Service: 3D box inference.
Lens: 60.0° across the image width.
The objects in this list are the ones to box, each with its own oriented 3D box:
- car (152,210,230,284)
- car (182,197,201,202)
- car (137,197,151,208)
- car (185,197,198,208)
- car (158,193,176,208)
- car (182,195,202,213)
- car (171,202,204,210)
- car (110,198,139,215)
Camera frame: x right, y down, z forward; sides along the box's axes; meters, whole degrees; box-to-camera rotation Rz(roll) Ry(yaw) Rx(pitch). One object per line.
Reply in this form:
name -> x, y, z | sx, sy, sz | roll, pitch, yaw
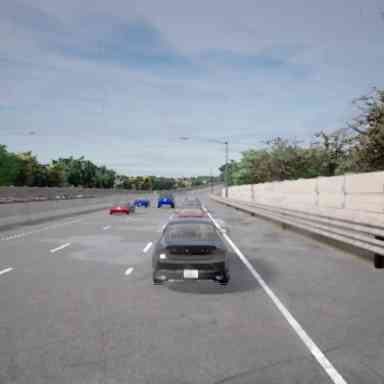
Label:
car -> -0.028, 1.493, 9.548 | 1.837, 1.490, 4.892 | 0, 0, 0
car -> -0.079, 1.468, 27.835 | 1.837, 1.490, 4.892 | 0, 0, 0
car -> -7.035, 1.414, 47.327 | 1.882, 1.535, 5.008 | 0, 0, 0
car -> -0.041, 1.461, 48.254 | 1.812, 1.442, 4.674 | 0, 0, 0
car -> -3.534, 1.161, 46.437 | 2.150, 2.045, 5.566 | 0, 0, 0
car -> -0.008, 1.303, 37.481 | 2.097, 1.767, 4.553 | 0, 0, 0
car -> -0.055, 1.501, 18.802 | 1.812, 1.442, 4.674 | 0, 0, 0
car -> -6.996, 1.519, 33.802 | 1.994, 1.385, 4.181 | 0, 0, 0
